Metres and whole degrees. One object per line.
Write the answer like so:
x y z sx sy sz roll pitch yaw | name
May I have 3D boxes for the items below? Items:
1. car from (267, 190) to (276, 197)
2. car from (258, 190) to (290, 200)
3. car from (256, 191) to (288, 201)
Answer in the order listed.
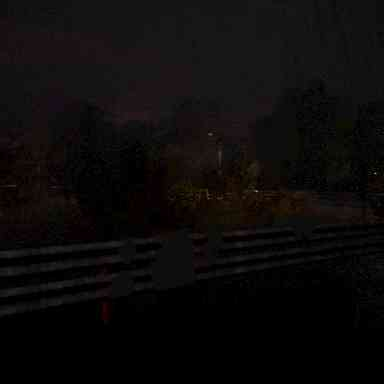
11.120 0.609 47.550 5.008 1.535 1.882 1 2 18 | car
13.320 0.466 54.194 4.892 1.490 1.837 2 2 18 | car
12.227 0.578 50.871 4.674 1.442 1.812 1 2 18 | car
